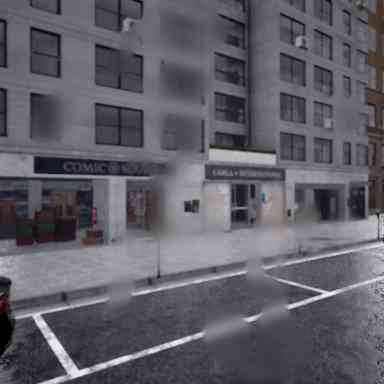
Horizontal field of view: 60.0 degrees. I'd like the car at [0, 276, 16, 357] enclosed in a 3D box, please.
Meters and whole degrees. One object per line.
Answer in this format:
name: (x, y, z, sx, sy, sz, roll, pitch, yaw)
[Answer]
car: (-4.263, 1.572, 3.490, 4.313, 1.339, 1.947, 0, 0, -36)
